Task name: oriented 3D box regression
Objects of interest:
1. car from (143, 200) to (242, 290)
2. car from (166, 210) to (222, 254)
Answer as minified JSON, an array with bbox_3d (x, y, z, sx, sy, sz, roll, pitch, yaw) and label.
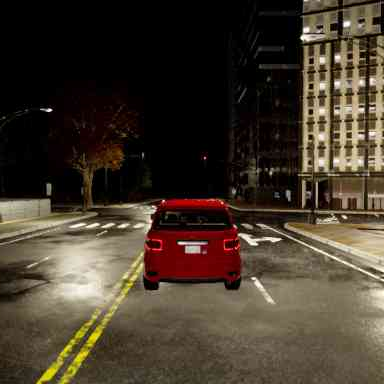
[{"bbox_3d":[-0.019,1.218,9.188,2.150,2.045,5.566,0,0,-1],"label":"car"},{"bbox_3d":[0.066,1.560,14.127,1.994,1.385,4.181,0,0,0],"label":"car"}]
